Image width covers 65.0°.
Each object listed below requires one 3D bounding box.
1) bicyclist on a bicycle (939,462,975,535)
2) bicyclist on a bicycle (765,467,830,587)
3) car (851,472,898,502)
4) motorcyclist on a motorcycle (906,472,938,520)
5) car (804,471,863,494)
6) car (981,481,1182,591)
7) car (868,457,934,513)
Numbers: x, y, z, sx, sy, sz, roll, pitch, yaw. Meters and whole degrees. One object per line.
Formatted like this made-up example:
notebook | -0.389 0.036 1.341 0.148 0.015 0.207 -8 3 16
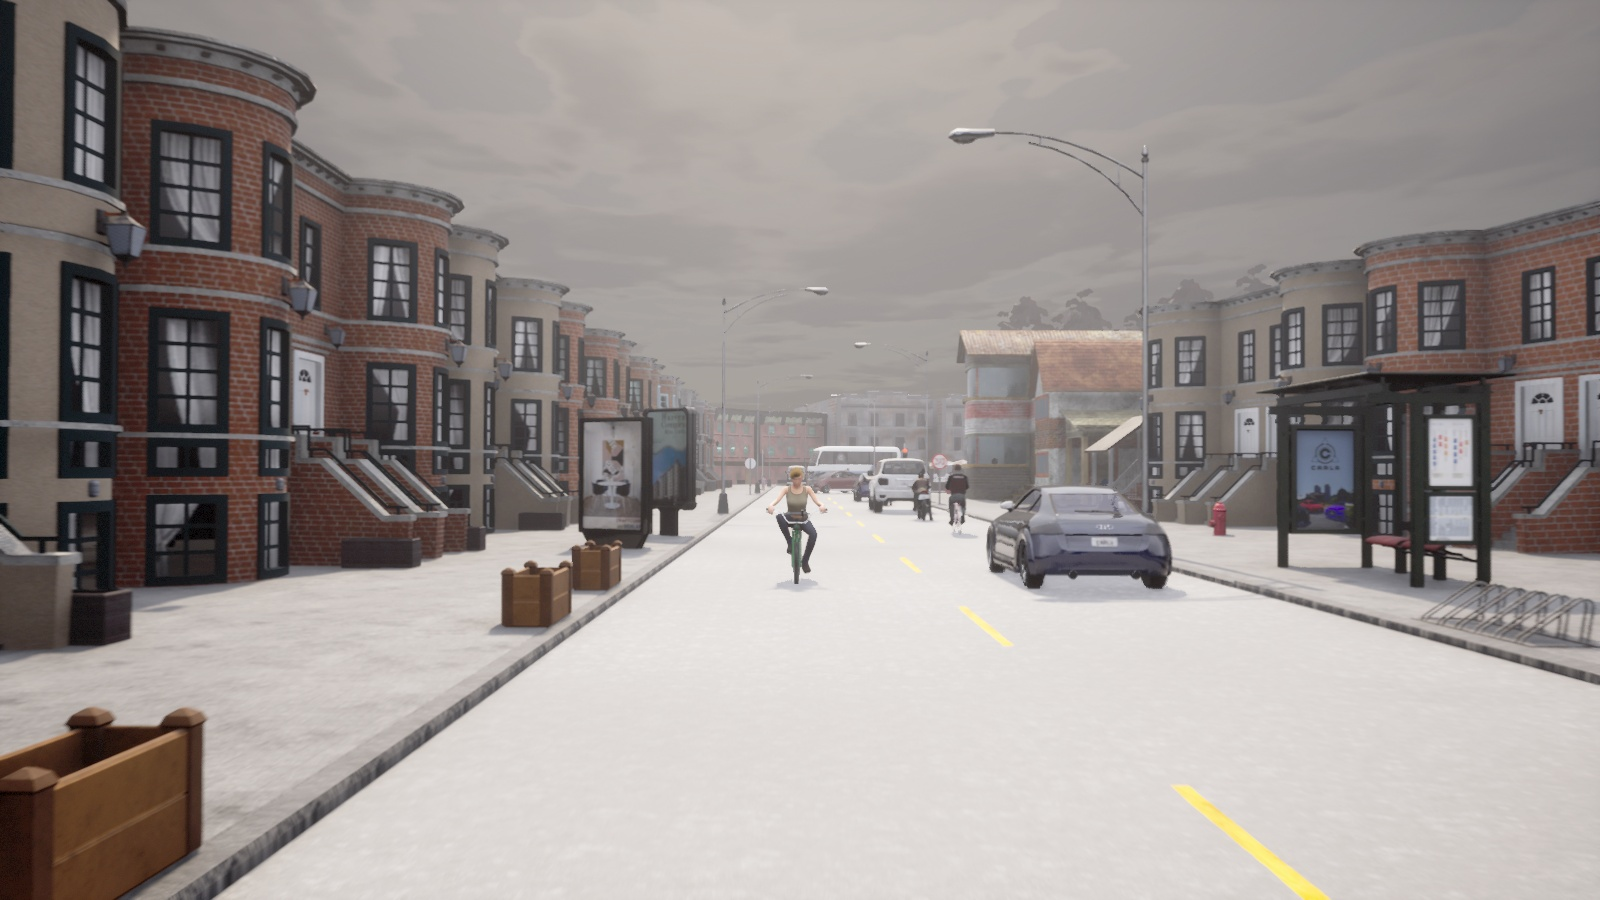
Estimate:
bicyclist on a bicycle | 3.926 1.198 31.573 0.659 1.776 1.843 0 -1 0
bicyclist on a bicycle | -0.037 1.047 17.665 0.866 1.612 1.509 0 -1 0
car | 3.843 1.896 65.534 2.163 1.488 4.792 0 -1 0
motorcyclist on a motorcycle | 3.905 1.457 40.361 0.797 1.523 2.044 0 -1 0
car | 2.341 2.236 86.791 3.705 1.549 1.789 0 -2 -33
car | 3.957 1.170 18.429 1.994 1.385 4.181 0 -1 0
car | 3.882 1.342 49.248 2.150 2.045 5.566 0 -1 0
